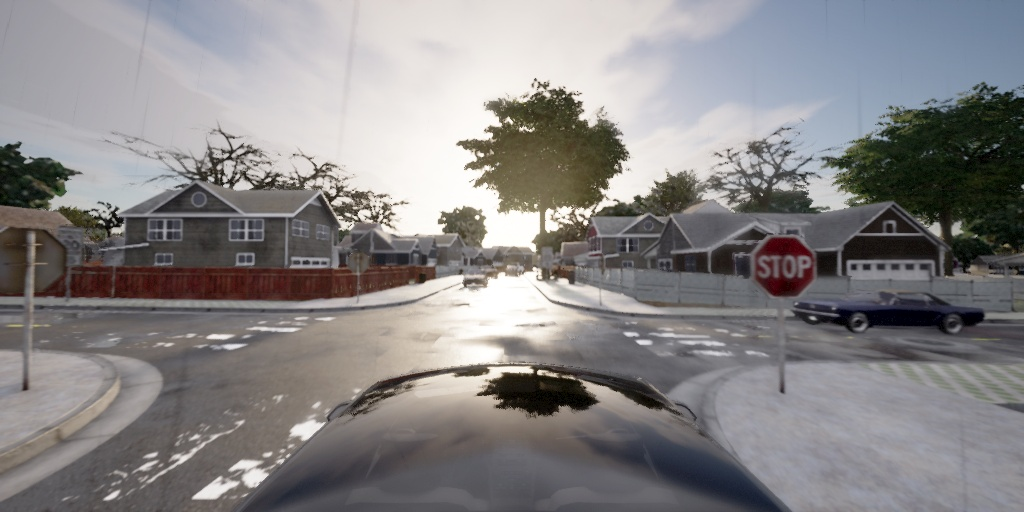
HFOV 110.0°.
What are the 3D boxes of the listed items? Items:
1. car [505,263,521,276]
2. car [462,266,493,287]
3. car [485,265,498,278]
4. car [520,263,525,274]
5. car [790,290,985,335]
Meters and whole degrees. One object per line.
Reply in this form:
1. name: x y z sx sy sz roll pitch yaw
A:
1. car: -0.084 2.231 53.926 2.128 1.511 4.902 0 -1 1
2. car: -2.903 1.774 29.619 2.033 1.411 5.357 0 -1 0
3. car: -2.891 1.923 45.983 2.097 1.767 4.553 0 -1 1
4. car: 0.800 2.202 64.141 2.150 2.045 5.566 0 -2 12
5. car: 11.980 1.749 11.709 4.718 1.301 1.895 1 -2 -1
